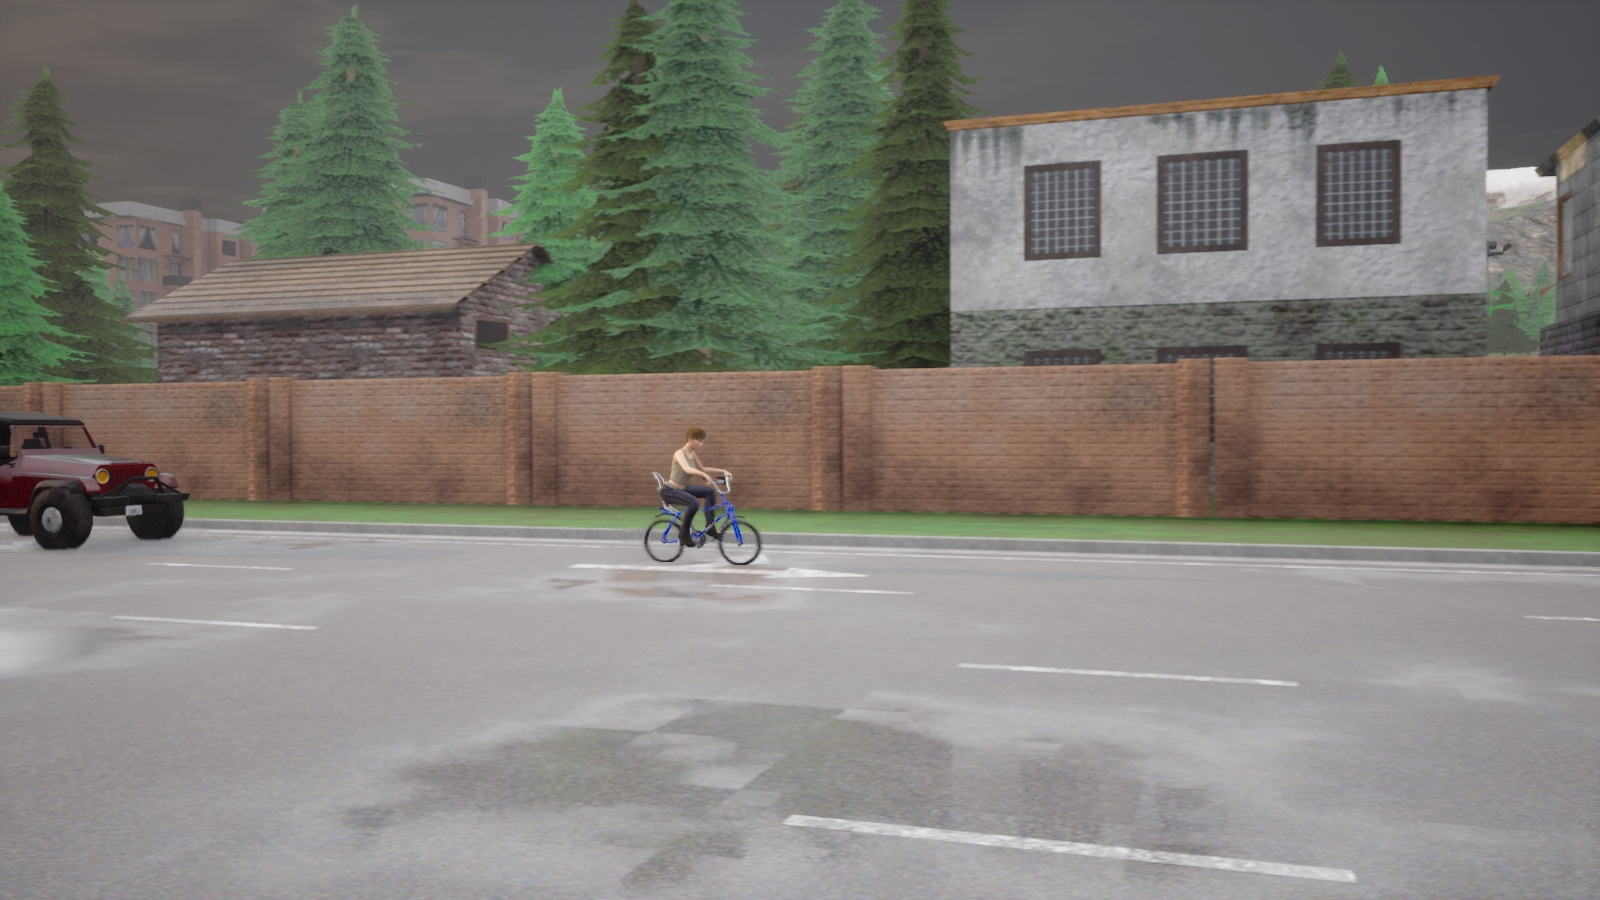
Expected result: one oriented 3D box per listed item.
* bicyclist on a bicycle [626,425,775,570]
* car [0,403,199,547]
[{"bbox_3d":[-1.149,0.524,14.660,1.509,1.612,0.866,1,1,19],"label":"bicyclist on a bicycle"},{"bbox_3d":[-10.859,0.295,17.920,3.866,1.878,1.905,1,1,18],"label":"car"}]
